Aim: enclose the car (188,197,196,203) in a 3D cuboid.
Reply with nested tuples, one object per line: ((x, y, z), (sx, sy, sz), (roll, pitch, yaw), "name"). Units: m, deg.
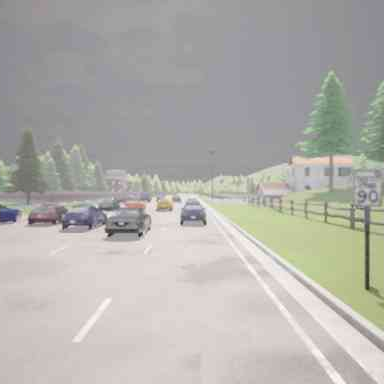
((0.003, 1.762, 75.032), (1.895, 1.301, 4.718), (0, 0, 0), "car")

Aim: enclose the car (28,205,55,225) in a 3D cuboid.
((-10.399, 1.619, 24.719), (1.994, 1.385, 4.181), (0, 0, 0), "car")

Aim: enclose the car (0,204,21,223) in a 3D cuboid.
((-13.899, 1.530, 23.175), (1.882, 1.535, 5.008), (0, 0, 0), "car")

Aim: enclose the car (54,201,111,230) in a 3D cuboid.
((-6.913, 1.574, 21.550), (1.812, 1.442, 4.674), (0, 0, 0), "car")

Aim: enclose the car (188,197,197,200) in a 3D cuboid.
((0.088, 1.619, 42.095), (1.812, 1.442, 4.674), (0, 0, 0), "car")

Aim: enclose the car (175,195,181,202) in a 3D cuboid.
((-3.497, 1.522, 74.972), (2.097, 1.767, 4.553), (0, 0, 0), "car")

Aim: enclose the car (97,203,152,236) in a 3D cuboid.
((-3.400, 1.589, 18.491), (2.033, 1.411, 5.357), (0, 0, 0), "car")

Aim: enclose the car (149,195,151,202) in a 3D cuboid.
((-10.497, 1.392, 75.033), (2.150, 2.045, 5.566), (0, 0, 0), "car")

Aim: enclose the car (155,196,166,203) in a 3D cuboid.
((-6.997, 1.644, 74.585), (1.882, 1.535, 5.008), (0, 0, 0), "car")

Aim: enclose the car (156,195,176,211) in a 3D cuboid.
((-3.398, 1.572, 42.582), (1.882, 1.535, 5.008), (0, 0, 0), "car")

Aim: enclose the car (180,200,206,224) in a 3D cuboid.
((0.087, 1.581, 24.953), (1.812, 1.442, 4.674), (0, 0, 0), "car")

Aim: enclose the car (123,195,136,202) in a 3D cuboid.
((-13.997, 1.476, 74.589), (1.882, 1.535, 5.008), (0, 0, 0), "car")

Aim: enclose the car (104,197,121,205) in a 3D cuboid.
((-10.400, 1.657, 41.748), (1.994, 1.385, 4.181), (0, 0, 0), "car")

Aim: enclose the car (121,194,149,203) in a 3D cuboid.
((-6.899, 1.443, 40.697), (2.097, 1.767, 4.553), (0, 0, 0), "car")
